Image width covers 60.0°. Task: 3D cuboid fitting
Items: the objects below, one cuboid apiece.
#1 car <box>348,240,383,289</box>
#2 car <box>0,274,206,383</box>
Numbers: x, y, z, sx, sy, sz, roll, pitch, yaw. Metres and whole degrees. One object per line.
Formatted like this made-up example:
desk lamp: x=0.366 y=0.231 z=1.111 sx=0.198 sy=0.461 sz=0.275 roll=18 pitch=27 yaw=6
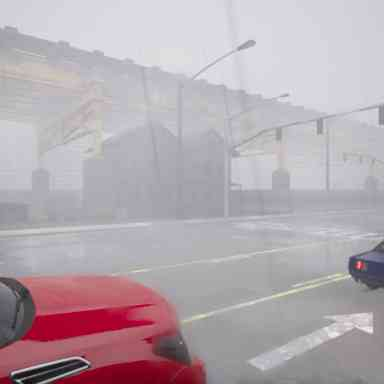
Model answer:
car: x=5.813 y=1.606 z=7.890 sx=4.718 sy=1.301 sz=1.895 roll=0 pitch=0 yaw=-35
car: x=-2.532 y=1.221 z=1.939 sx=5.566 sy=2.045 sz=2.150 roll=0 pitch=0 yaw=-36
